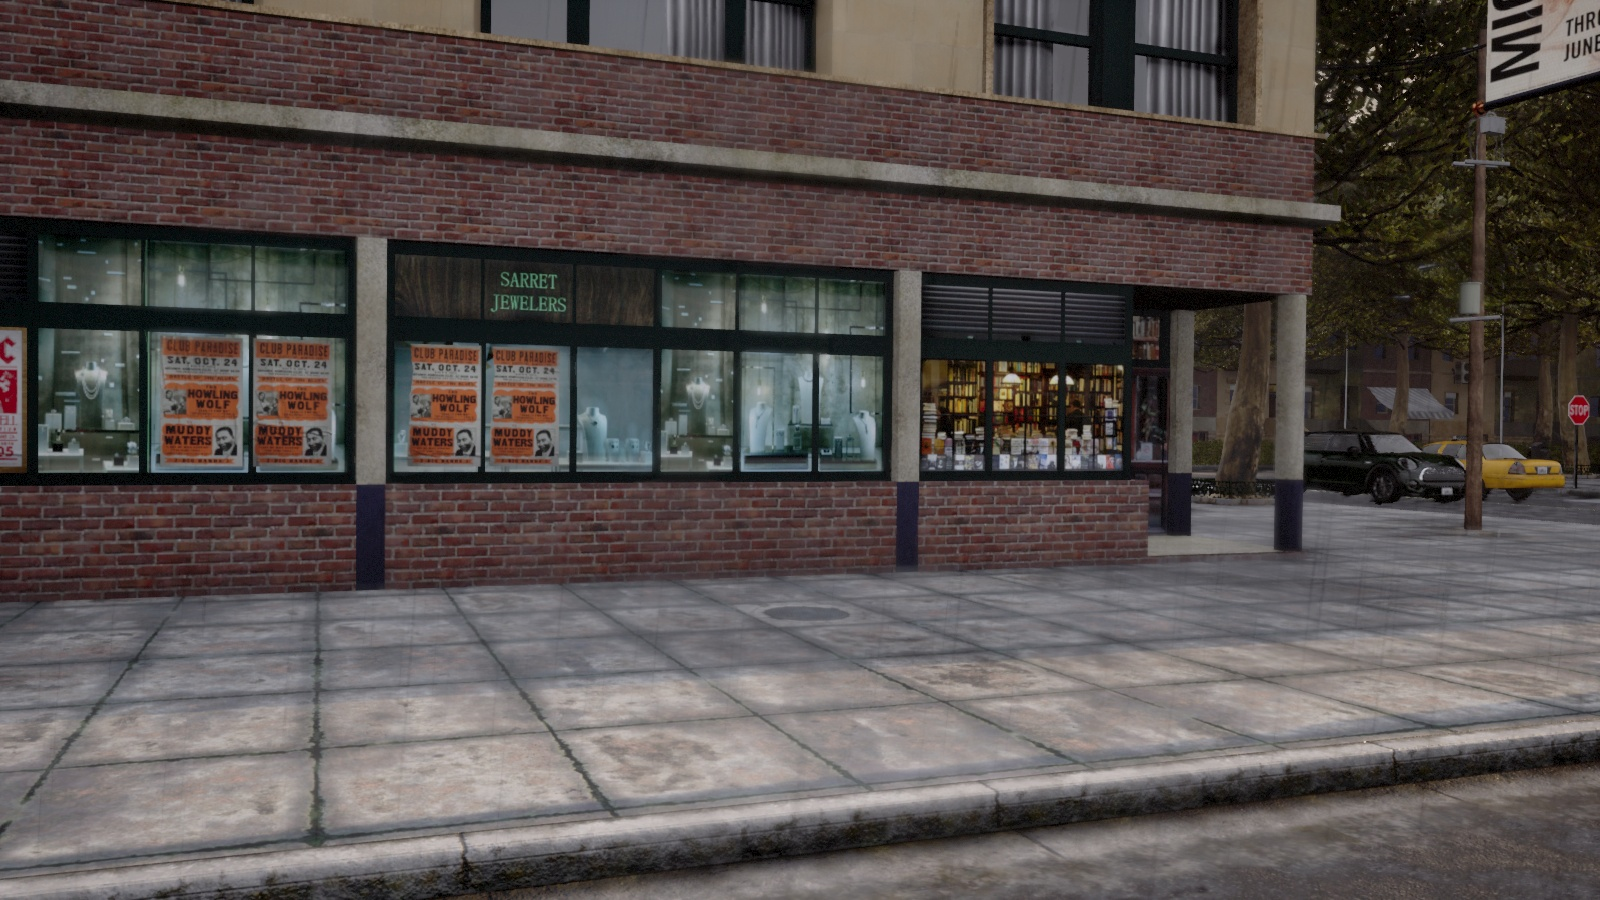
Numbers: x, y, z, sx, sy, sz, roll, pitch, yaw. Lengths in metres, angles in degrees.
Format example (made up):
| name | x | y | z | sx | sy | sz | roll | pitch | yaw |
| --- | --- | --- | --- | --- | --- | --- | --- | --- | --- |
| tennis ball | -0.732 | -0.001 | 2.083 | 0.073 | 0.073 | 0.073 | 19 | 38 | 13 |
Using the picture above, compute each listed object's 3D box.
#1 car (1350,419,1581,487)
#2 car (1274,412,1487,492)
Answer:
| name | x | y | z | sx | sy | sz | roll | pitch | yaw |
| --- | --- | --- | --- | --- | --- | --- | --- | --- | --- |
| car | 16.871 | 0.031 | 32.208 | 1.801 | 1.575 | 5.366 | -1 | 1 | -22 |
| car | 13.870 | 0.014 | 30.327 | 2.097 | 1.767 | 4.553 | -1 | 1 | -19 |
